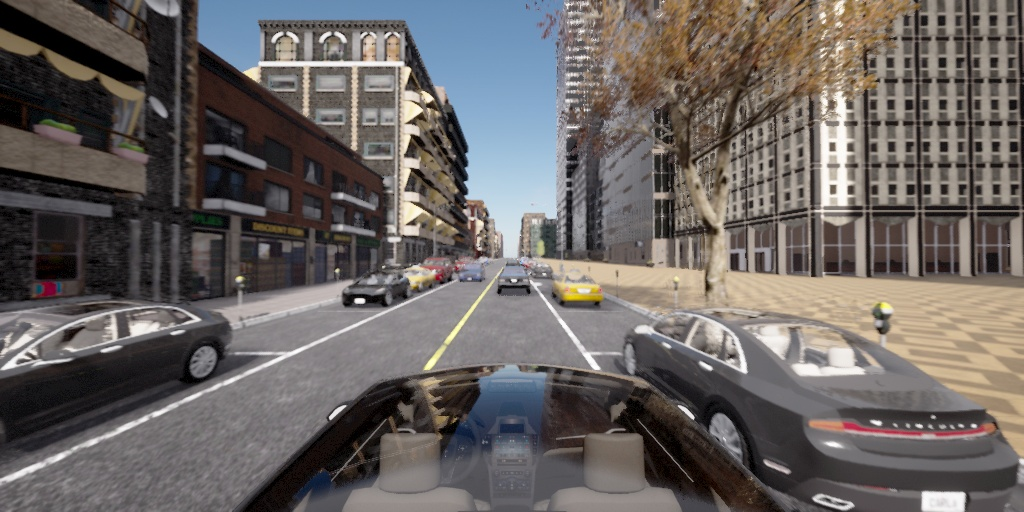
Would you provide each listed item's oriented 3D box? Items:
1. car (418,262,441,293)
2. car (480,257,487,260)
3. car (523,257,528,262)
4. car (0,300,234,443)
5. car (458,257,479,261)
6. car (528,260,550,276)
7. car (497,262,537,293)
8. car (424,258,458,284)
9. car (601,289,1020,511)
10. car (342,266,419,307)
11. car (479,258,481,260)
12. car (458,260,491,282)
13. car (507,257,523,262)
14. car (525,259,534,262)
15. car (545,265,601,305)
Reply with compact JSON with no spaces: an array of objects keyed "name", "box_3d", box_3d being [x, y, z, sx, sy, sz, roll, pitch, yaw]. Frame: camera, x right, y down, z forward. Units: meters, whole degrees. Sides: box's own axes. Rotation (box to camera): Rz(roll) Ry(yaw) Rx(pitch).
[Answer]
[{"name":"car","box_3d":[-5.687,1.268,20.967,1.751,1.417,4.829,0,0,0]},{"name":"car","box_3d":[-5.680,1.300,60.125,1.948,1.339,4.313,0,0,0]},{"name":"car","box_3d":[2.699,1.175,48.983,1.967,1.591,4.097,0,0,0]},{"name":"car","box_3d":[-5.690,1.299,4.429,2.007,1.370,4.403,0,0,0]},{"name":"car","box_3d":[-5.683,1.051,43.415,2.192,1.841,5.009,0,0,0]},{"name":"car","box_3d":[2.696,1.290,32.275,2.007,1.370,4.403,0,0,0]},{"name":"car","box_3d":[0.103,1.290,20.821,2.033,1.411,5.357,0,0,0]},{"name":"car","box_3d":[-5.685,1.055,26.708,2.192,1.841,5.009,0,0,0]},{"name":"car","box_3d":[2.691,1.299,4.426,2.007,1.370,4.403,0,0,0]},{"name":"car","box_3d":[-5.688,1.310,15.568,1.948,1.339,4.313,0,0,0]},{"name":"car","box_3d":[-5.682,1.281,48.985,1.888,1.381,4.507,0,0,0]},{"name":"car","box_3d":[-3.094,1.287,28.773,2.033,1.411,5.357,0,0,0]},{"name":"car","box_3d":[0.107,1.214,45.869,1.882,1.535,5.008,0,0,0]},{"name":"car","box_3d":[2.697,1.289,37.843,2.007,1.370,4.403,0,0,0]},{"name":"car","box_3d":[2.693,1.270,15.736,1.751,1.417,4.829,0,0,0]}]
